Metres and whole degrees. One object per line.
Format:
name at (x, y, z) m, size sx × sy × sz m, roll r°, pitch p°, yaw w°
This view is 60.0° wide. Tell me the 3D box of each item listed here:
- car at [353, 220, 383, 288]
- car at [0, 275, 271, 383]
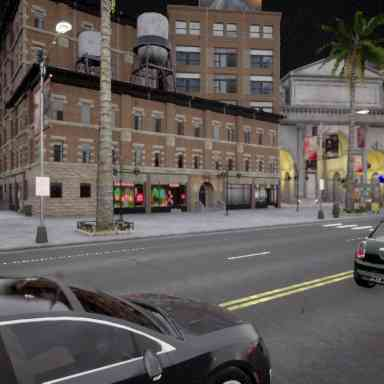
car at (5.945, 1.352, 8.020) m, size 4.553 × 1.767 × 2.097 m, roll 0°, pitch 0°, yaw -35°
car at (-1.428, 1.505, 2.720) m, size 4.892 × 1.490 × 1.837 m, roll 0°, pitch 0°, yaw -36°
